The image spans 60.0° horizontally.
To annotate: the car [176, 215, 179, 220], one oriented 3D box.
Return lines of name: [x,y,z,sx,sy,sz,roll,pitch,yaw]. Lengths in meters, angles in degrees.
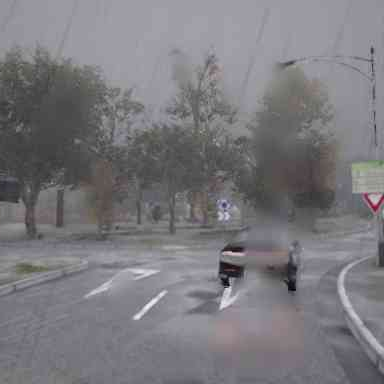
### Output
car: [-7.239,7.244,94.309,5.566,2.045,2.435,1,-5,-13]

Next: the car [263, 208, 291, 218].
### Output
car: [16.150,4.040,62.213,5.566,2.045,2.150,-3,-6,38]

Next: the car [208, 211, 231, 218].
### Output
car: [5.094,4.526,65.268,4.902,1.511,2.128,-3,-6,17]

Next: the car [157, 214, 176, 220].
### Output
car: [-7.578,7.226,91.357,4.892,1.521,2.231,1,-5,-13]

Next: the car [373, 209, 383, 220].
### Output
car: [23.907,2.858,41.673,1.812,1.442,4.674,-4,-4,32]

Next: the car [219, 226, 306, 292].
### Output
car: [2.152,1.743,9.608,2.128,1.511,4.902,-2,-4,20]
